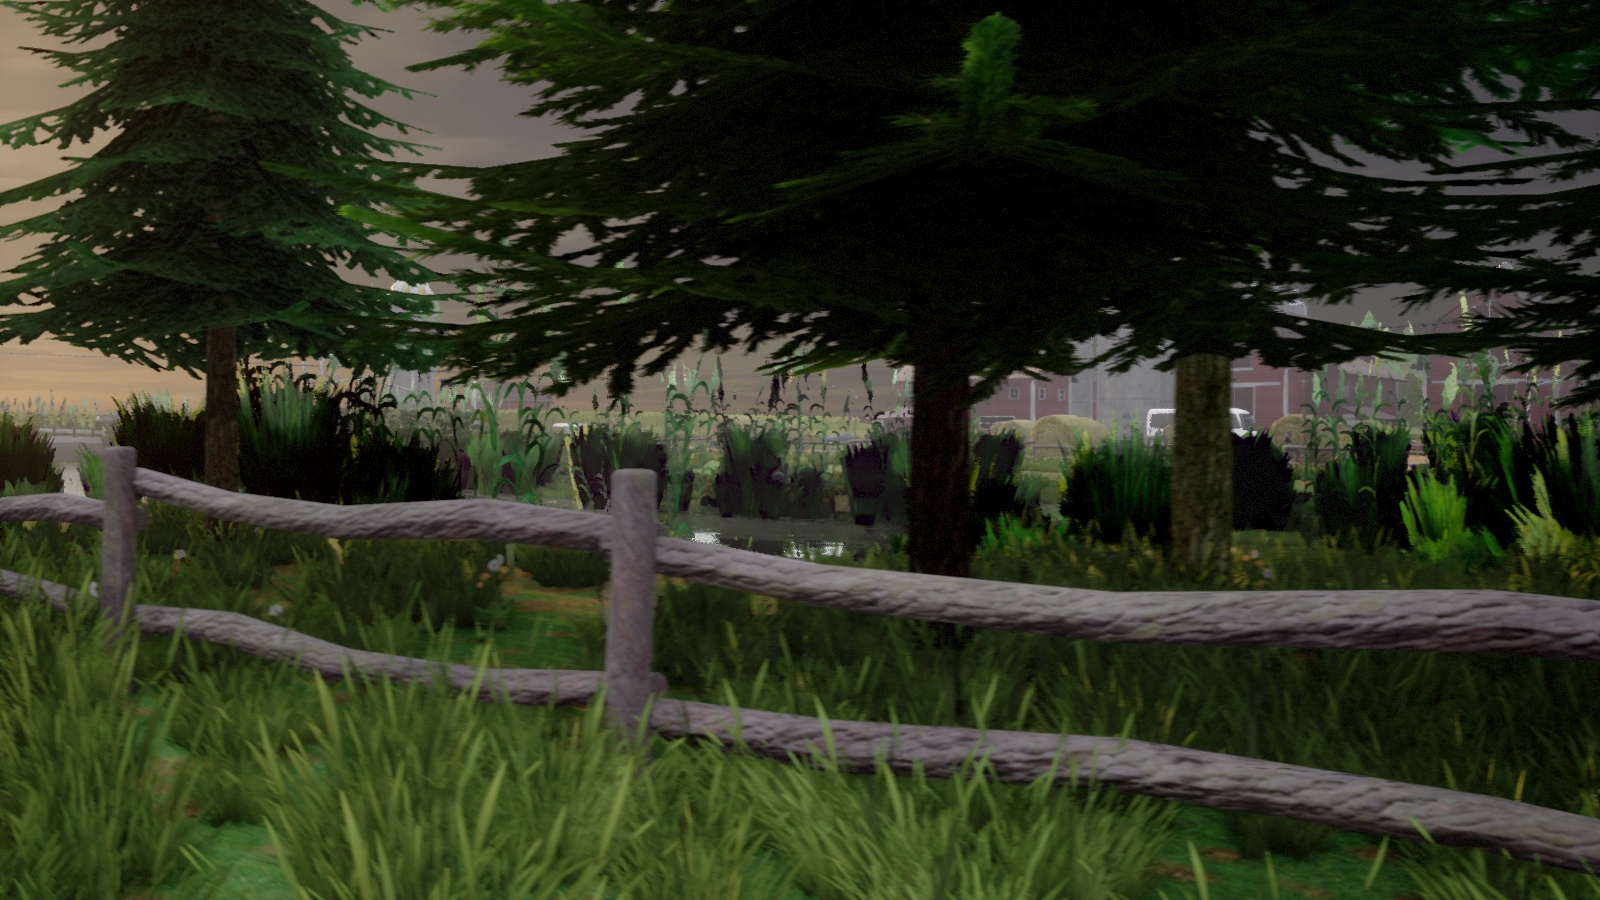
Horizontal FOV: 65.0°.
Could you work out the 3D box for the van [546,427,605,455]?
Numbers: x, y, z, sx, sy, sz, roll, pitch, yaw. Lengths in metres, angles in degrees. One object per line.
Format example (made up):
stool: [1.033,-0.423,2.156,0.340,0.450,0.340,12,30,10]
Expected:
van: [-16.588,-0.661,92.512,2.069,2.038,4.480,-1,1,-45]
